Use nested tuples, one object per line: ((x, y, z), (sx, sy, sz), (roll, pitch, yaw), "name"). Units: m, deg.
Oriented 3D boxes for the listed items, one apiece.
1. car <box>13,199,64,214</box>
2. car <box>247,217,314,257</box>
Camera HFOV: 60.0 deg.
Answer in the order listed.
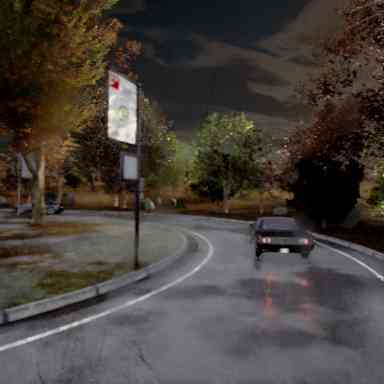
((-13.945, 1.301, 30.450), (4.181, 1.385, 1.994), (2, 0, -2), "car")
((3.296, 1.649, 13.198), (1.895, 1.301, 4.718), (1, 0, 6), "car")
